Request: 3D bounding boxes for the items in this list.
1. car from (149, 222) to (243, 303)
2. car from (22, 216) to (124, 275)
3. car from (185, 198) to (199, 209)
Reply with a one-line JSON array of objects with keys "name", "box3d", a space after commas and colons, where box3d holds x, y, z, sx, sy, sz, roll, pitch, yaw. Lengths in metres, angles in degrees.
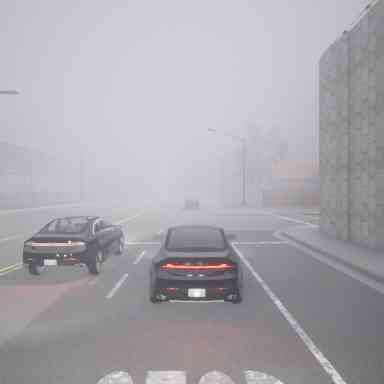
[{"name": "car", "box3d": [0.079, 1.505, 8.200, 1.837, 1.490, 4.892, 0, 0, 0]}, {"name": "car", "box3d": [-3.429, 1.492, 10.468, 2.128, 1.511, 4.902, 0, 0, 0]}, {"name": "car", "box3d": [-0.022, 1.492, 44.190, 2.128, 1.511, 4.902, 0, 0, 0]}]
